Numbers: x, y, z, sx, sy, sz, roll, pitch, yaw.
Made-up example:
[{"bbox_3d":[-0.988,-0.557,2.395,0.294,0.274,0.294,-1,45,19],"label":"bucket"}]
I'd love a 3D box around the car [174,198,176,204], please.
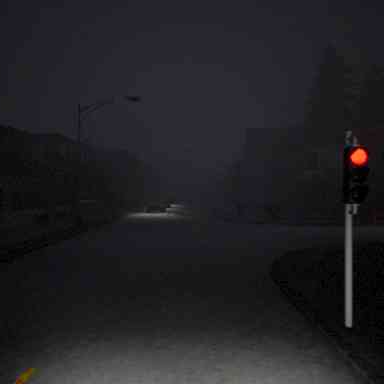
[{"bbox_3d":[-4.068,1.638,62.311,1.895,1.301,4.718,0,0,1],"label":"car"}]

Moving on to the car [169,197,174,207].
[{"bbox_3d":[-4.101,1.534,48.503,1.837,1.490,4.892,0,0,0],"label":"car"}]

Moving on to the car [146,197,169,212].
[{"bbox_3d":[-4.101,1.501,38.533,1.882,1.535,5.008,0,0,0],"label":"car"}]
